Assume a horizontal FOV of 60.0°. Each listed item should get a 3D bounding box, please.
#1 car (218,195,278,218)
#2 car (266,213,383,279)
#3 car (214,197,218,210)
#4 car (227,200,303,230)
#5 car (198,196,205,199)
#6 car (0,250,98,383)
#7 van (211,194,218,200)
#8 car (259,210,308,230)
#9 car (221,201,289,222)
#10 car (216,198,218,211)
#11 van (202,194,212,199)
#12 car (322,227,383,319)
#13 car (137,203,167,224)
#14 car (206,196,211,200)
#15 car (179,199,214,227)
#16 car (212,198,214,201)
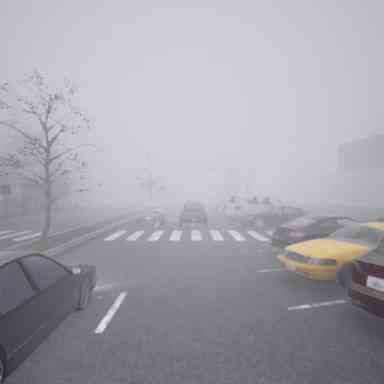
[{"bbox_3d":[5.109,1.251,23.913,5.566,2.045,2.435,1,0,-20],"label":"car"},{"bbox_3d":[4.901,1.477,8.921,5.366,1.575,1.946,1,0,-20],"label":"car"},{"bbox_3d":[5.257,1.542,32.909,5.366,1.575,1.946,1,-1,-20],"label":"car"},{"bbox_3d":[5.088,1.496,20.910,4.892,1.521,2.231,1,0,-20],"label":"car"},{"bbox_3d":[0.116,1.577,39.127,2.128,1.511,4.902,0,0,0],"label":"car"},{"bbox_3d":[-2.897,1.543,4.611,2.033,1.411,5.357,0,0,0],"label":"car"},{"bbox_3d":[4.980,1.347,38.767,4.442,1.987,1.878,1,0,-20],"label":"van"},{"bbox_3d":[5.071,1.522,11.970,4.674,1.452,2.002,1,0,-20],"label":"car"},{"bbox_3d":[5.087,1.514,26.876,5.008,1.535,2.097,1,0,-20],"label":"car"},{"bbox_3d":[5.076,1.529,29.862,4.892,1.521,2.231,1,-1,-20],"label":"car"},{"bbox_3d":[5.002,1.593,94.035,4.442,1.987,1.878,1,-1,-20],"label":"van"},{"bbox_3d":[5.099,1.516,6.017,4.792,1.488,2.163,1,0,-20],"label":"car"},{"bbox_3d":[-2.890,1.539,24.424,1.812,1.442,4.674,0,0,0],"label":"car"},{"bbox_3d":[4.914,1.586,41.724,5.366,1.575,1.946,1,0,-20],"label":"car"},{"bbox_3d":[0.109,1.500,22.730,2.128,1.511,4.902,0,0,0],"label":"car"},{"bbox_3d":[5.110,1.588,35.839,4.792,1.488,2.163,1,-1,-20],"label":"car"}]
